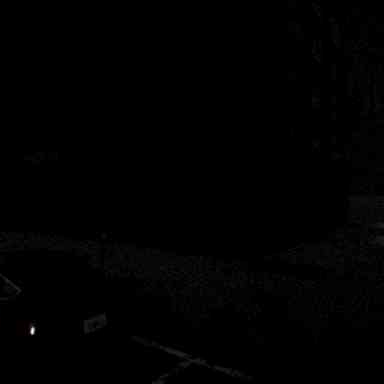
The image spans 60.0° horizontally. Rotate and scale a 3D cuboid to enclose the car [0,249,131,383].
[{"bbox_3d":[-2.815,1.560,5.076,4.313,1.339,1.947,0,0,35],"label":"car"}]
